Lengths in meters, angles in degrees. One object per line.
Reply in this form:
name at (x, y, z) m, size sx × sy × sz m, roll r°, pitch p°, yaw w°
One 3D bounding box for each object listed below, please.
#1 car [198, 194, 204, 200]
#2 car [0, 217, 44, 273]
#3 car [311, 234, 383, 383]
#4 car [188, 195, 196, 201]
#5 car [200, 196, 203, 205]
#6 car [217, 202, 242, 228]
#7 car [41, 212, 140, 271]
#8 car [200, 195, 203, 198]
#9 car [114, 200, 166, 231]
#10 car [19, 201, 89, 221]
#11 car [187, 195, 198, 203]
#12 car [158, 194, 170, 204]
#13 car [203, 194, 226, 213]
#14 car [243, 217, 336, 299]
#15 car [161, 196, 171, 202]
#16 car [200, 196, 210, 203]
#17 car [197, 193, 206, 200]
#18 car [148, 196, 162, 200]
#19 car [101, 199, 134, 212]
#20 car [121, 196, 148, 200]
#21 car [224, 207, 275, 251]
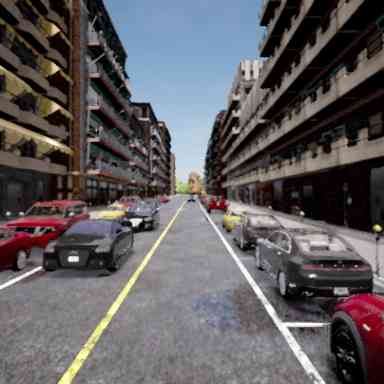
car at (2.623, 1.321, 58.298) m, size 2.192 × 1.841 × 5.009 m, roll 1°, pitch 0°, yaw 0°
car at (-5.689, 1.551, 8.209) m, size 1.887 × 1.381 × 4.507 m, roll 1°, pitch 0°, yaw 0°
car at (2.701, 1.437, 2.620) m, size 1.967 × 1.590 × 4.097 m, roll 1°, pitch 0°, yaw 0°
car at (-0.108, 1.432, 78.192) m, size 1.812 × 1.442 × 4.674 m, roll 0°, pitch 0°, yaw 0°
car at (2.636, 1.553, 47.163) m, size 2.008 × 1.369 × 4.403 m, roll 1°, pitch 0°, yaw 0°
car at (2.676, 1.522, 19.493) m, size 1.752 × 1.417 × 4.829 m, roll 1°, pitch 0°, yaw 0°
car at (-3.105, 1.567, 10.724) m, size 1.994 × 1.385 × 4.181 m, roll 0°, pitch 0°, yaw 0°
car at (2.628, 1.549, 52.730) m, size 1.887 × 1.381 × 4.507 m, roll 1°, pitch 0°, yaw 0°
car at (-3.085, 1.494, 20.840) m, size 2.128 × 1.511 × 4.902 m, roll 0°, pitch 0°, yaw 0°
car at (-5.694, 1.321, 13.777) m, size 2.192 × 1.841 × 5.009 m, roll 1°, pitch 0°, yaw 0°
car at (-0.094, 1.605, 68.184) m, size 1.895 × 1.301 × 4.718 m, roll 0°, pitch 0°, yaw 0°
car at (-5.765, 1.332, 63.888) m, size 2.192 × 1.841 × 5.009 m, roll 1°, pitch 0°, yaw 0°
car at (2.655, 1.314, 36.027) m, size 2.192 × 1.841 × 5.009 m, roll 1°, pitch 0°, yaw 0°
car at (2.692, 1.547, 8.188) m, size 2.008 × 1.369 × 4.403 m, roll 1°, pitch 0°, yaw 0°
car at (-5.784, 1.604, 75.024) m, size 1.802 × 1.307 × 4.206 m, roll 1°, pitch 0°, yaw 0°
car at (2.604, 1.576, 69.435) m, size 1.947 × 1.339 × 4.313 m, roll 1°, pitch 0°, yaw 0°
car at (2.575, 1.335, 91.707) m, size 2.192 × 1.841 × 5.009 m, roll 1°, pitch 0°, yaw 0°
car at (-5.744, 1.578, 47.185) m, size 1.947 × 1.339 × 4.313 m, roll 1°, pitch 0°, yaw 0°
car at (-5.712, 1.532, 24.743) m, size 1.752 × 1.417 × 4.829 m, roll 1°, pitch 0°, yaw 0°
car at (-5.718, 1.323, 30.481) m, size 2.192 × 1.841 × 5.009 m, roll 1°, pitch 0°, yaw 0°
car at (2.684, 1.547, 13.755) m, size 2.008 × 1.369 × 4.403 m, roll 1°, pitch 0°, yaw 0°
